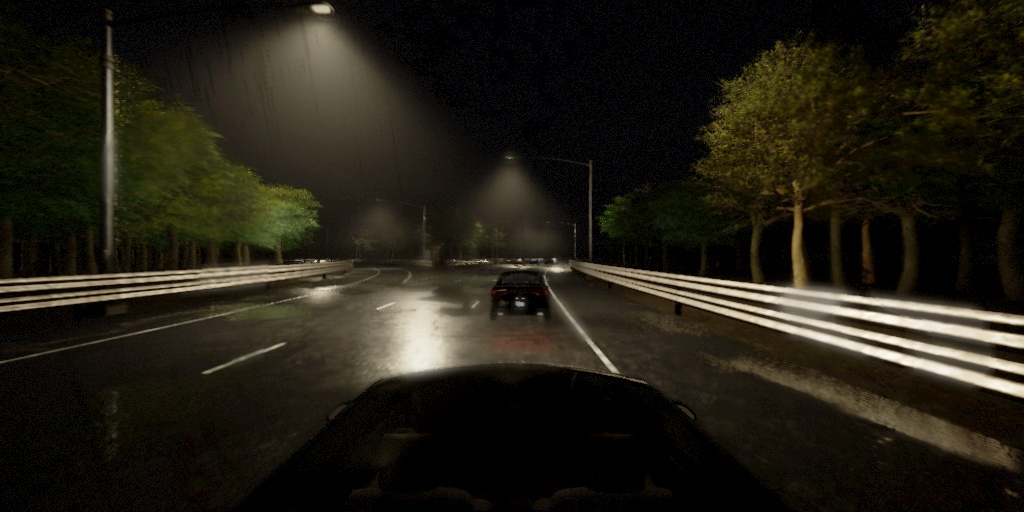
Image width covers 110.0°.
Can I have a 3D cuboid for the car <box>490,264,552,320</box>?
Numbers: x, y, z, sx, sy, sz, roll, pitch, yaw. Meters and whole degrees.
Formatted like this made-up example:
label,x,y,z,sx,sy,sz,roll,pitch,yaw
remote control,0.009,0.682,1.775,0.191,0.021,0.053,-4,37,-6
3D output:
label,x,y,z,sx,sy,sz,roll,pitch,yaw
car,0.311,1.229,12.727,1.882,1.535,5.008,0,0,2
